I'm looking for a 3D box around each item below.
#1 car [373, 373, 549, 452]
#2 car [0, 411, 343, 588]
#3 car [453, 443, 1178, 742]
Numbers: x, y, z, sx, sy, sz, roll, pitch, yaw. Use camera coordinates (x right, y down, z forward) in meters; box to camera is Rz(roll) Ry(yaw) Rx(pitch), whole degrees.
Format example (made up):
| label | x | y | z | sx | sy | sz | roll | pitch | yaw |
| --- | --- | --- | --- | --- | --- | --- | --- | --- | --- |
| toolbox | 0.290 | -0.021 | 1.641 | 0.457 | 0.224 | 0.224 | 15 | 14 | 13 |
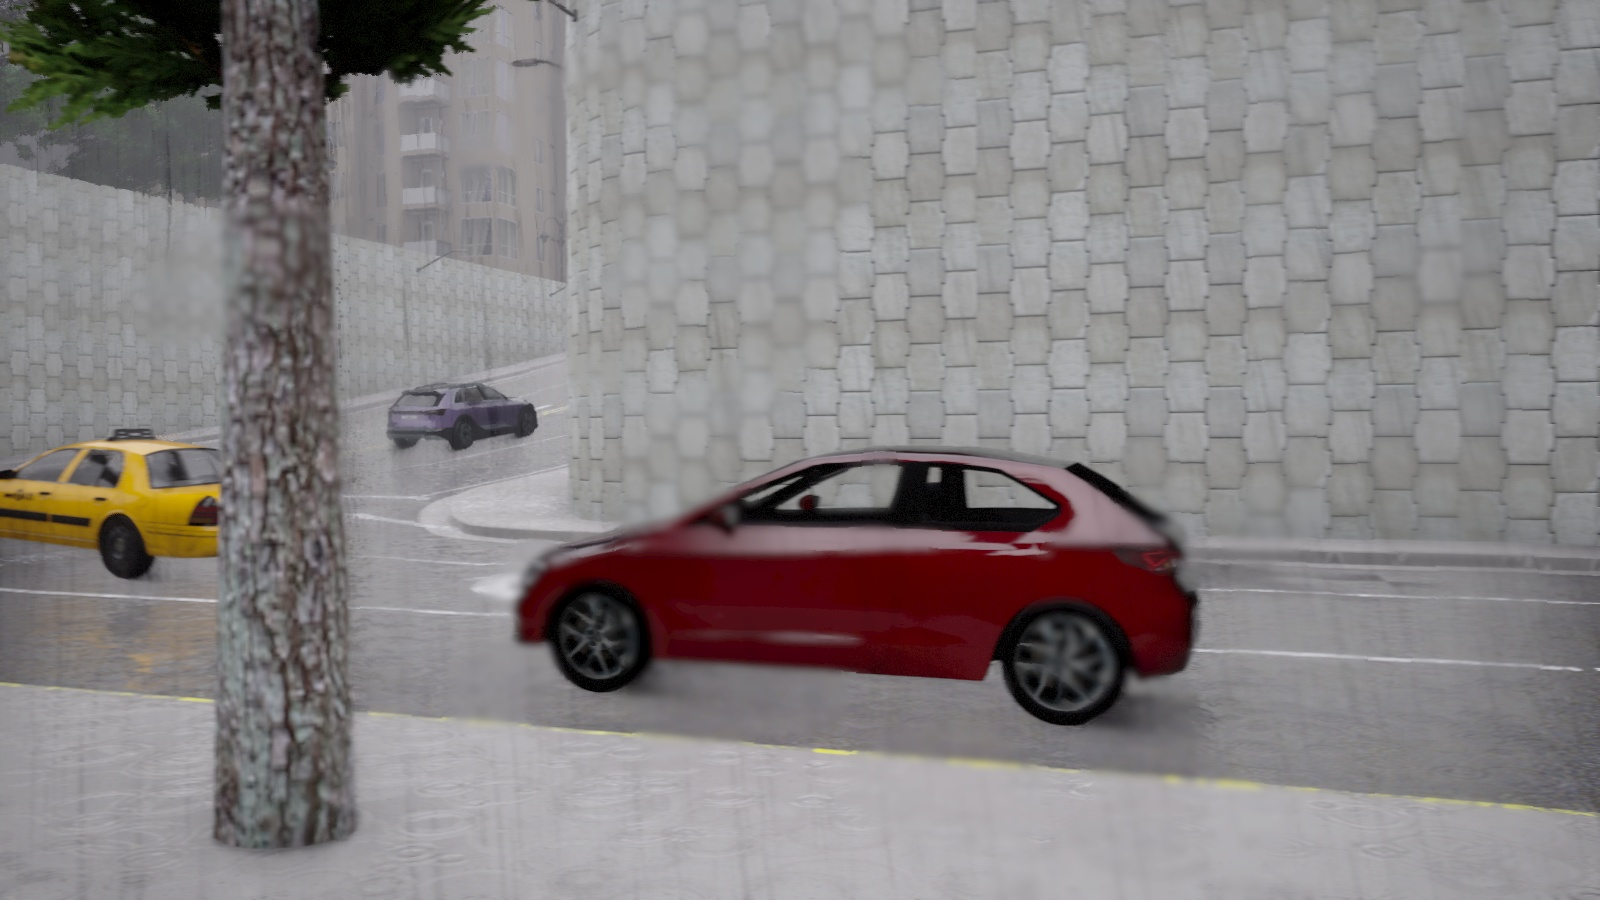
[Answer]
| label | x | y | z | sx | sy | sz | roll | pitch | yaw |
| --- | --- | --- | --- | --- | --- | --- | --- | --- | --- |
| car | -8.858 | -1.074 | 33.342 | 2.033 | 1.649 | 4.856 | 1 | 7 | 20 |
| car | -8.022 | 0.448 | 14.713 | 5.366 | 1.575 | 1.801 | 4 | 3 | 27 |
| car | 0.150 | 0.714 | 7.890 | 4.193 | 1.474 | 1.816 | 1 | 1 | 19 |
